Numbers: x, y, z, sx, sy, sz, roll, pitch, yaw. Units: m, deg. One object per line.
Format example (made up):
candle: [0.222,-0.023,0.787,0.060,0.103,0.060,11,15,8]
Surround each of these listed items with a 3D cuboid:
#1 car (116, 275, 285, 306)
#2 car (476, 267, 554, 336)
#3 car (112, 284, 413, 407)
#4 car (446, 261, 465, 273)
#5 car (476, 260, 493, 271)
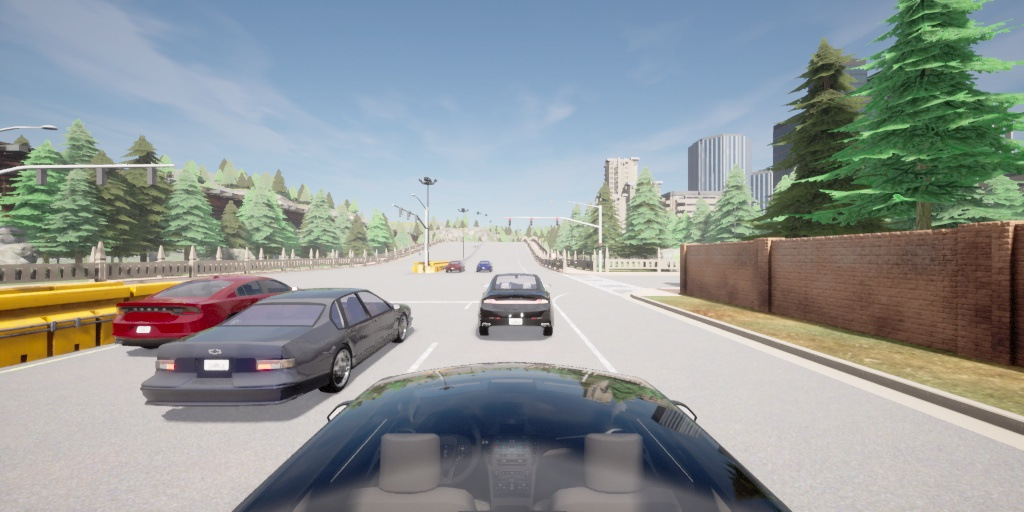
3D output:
car: [-6.901,1.228,9.192,1.882,1.535,5.008,0,0,0]
car: [0.127,1.242,10.377,2.128,1.511,4.902,0,0,1]
car: [-3.400,1.297,6.630,2.033,1.411,5.357,0,0,0]
car: [-6.905,1.276,44.072,1.812,1.442,4.674,0,0,0]
car: [-3.409,1.276,45.137,1.812,1.442,4.674,0,0,0]
